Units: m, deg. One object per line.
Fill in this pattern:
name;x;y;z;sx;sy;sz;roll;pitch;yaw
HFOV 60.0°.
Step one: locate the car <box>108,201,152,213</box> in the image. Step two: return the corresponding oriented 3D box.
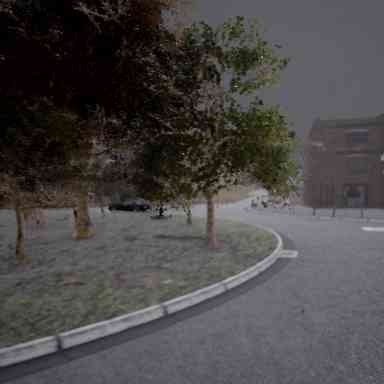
car;-6.858;1.637;36.701;4.718;1.301;1.895;0;0;20
